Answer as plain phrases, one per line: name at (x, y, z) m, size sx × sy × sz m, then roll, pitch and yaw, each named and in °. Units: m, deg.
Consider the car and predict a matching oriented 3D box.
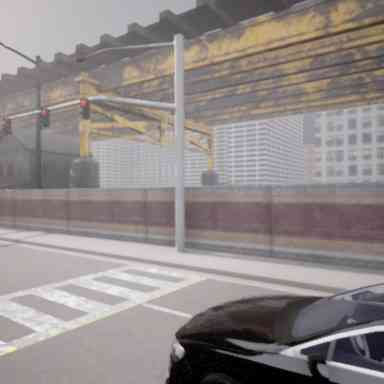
car at (1.978, 1.490, 2.582) m, size 4.902 × 1.511 × 2.128 m, roll -1°, pitch 0°, yaw 35°
